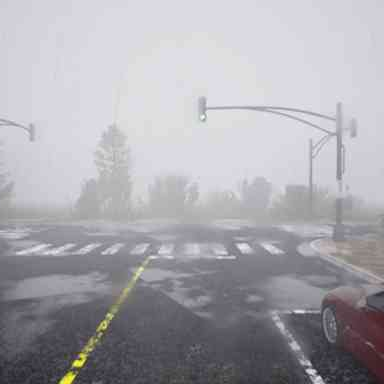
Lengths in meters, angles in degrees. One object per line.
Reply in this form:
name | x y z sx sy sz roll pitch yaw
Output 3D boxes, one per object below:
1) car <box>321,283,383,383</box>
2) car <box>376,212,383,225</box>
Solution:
car | 2.815 1.591 3.474 1.802 1.307 4.206 -1 0 0
car | 14.568 1.536 21.626 4.674 1.442 1.812 0 1 0
